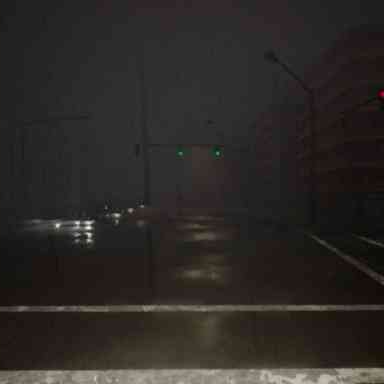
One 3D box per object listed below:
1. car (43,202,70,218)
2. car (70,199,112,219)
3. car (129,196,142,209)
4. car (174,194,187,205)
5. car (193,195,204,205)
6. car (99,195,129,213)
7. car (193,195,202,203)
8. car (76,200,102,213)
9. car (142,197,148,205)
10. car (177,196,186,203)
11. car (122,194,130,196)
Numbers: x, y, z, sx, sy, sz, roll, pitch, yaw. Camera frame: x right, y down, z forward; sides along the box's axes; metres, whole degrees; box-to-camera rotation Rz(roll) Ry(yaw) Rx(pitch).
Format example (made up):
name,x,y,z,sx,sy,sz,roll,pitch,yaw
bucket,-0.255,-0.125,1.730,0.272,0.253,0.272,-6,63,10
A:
name,x,y,z,sx,sy,sz,roll,pitch,yaw
car,-13.187,1.755,33.490,1.882,1.535,5.008,0,0,0
car,-9.694,1.766,32.441,2.128,1.511,4.902,0,0,1
car,-9.548,1.758,51.129,2.033,1.411,5.357,0,0,1
car,-2.256,1.365,63.699,2.150,2.045,5.566,0,0,1
car,1.244,1.636,63.647,2.128,1.511,4.902,0,0,0
car,-9.622,1.613,41.485,2.097,1.767,4.553,0,0,0
car,1.223,1.463,74.040,2.097,1.767,4.553,0,0,0
car,-13.120,1.821,42.481,1.994,1.385,4.181,0,0,0
car,-9.414,1.702,61.666,2.033,1.411,5.357,0,0,0
car,-2.274,1.632,74.413,1.812,1.442,4.674,0,0,0
car,-12.910,1.373,62.212,2.150,2.045,5.566,0,0,2
